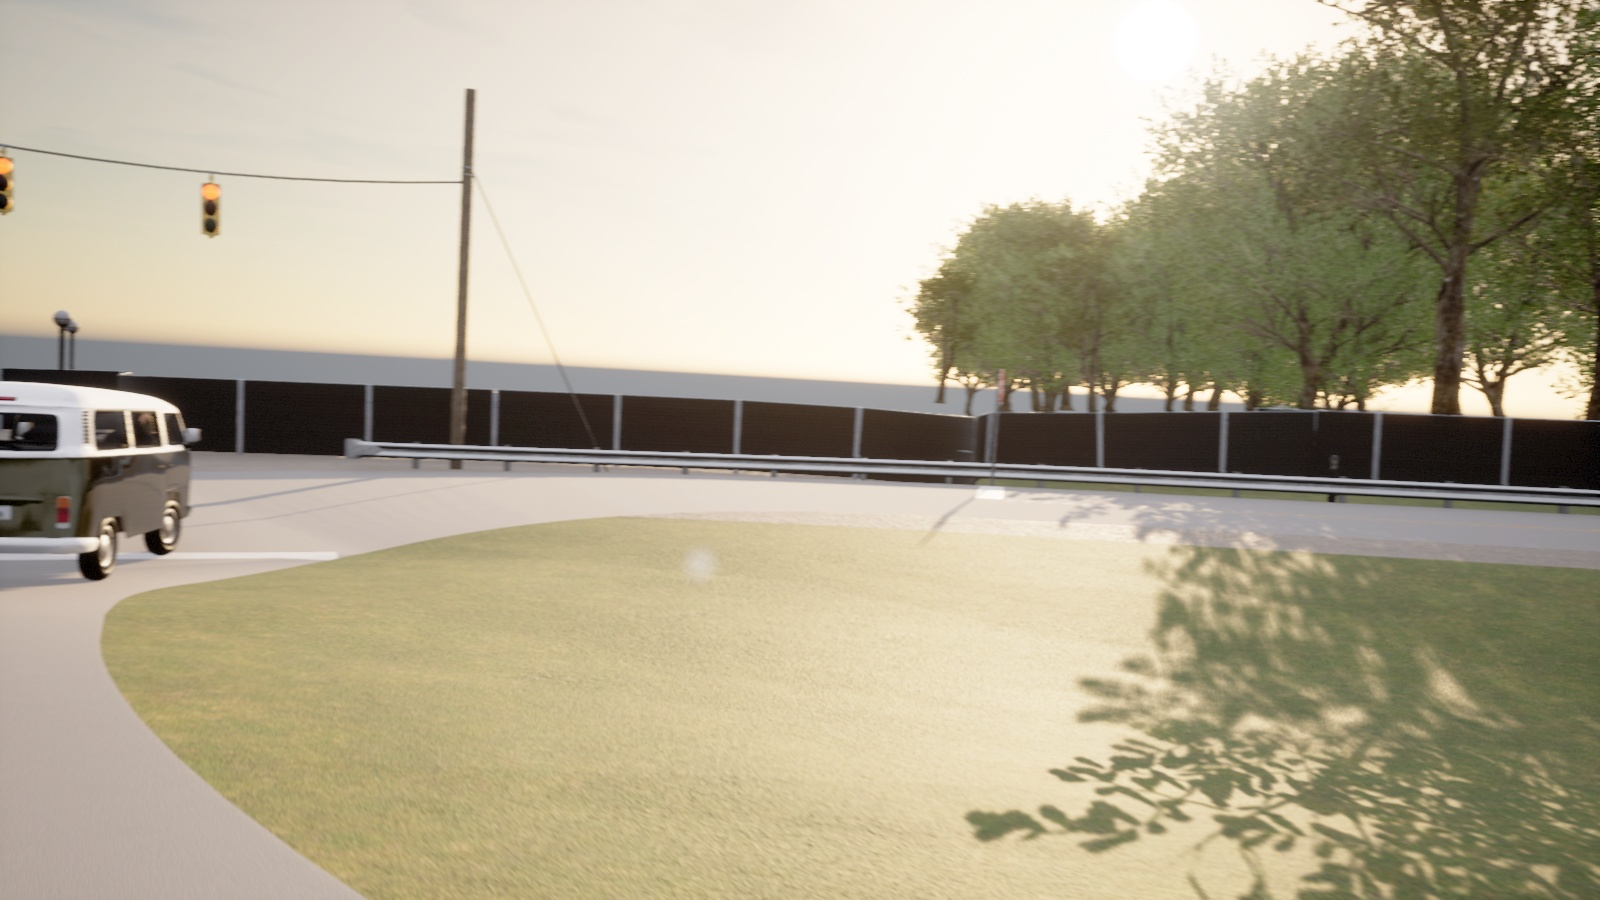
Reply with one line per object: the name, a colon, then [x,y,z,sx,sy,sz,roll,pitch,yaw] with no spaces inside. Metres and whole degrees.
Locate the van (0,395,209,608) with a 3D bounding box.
van: [-8.301,0.438,14.115,2.069,2.038,4.480,1,1,-13]
